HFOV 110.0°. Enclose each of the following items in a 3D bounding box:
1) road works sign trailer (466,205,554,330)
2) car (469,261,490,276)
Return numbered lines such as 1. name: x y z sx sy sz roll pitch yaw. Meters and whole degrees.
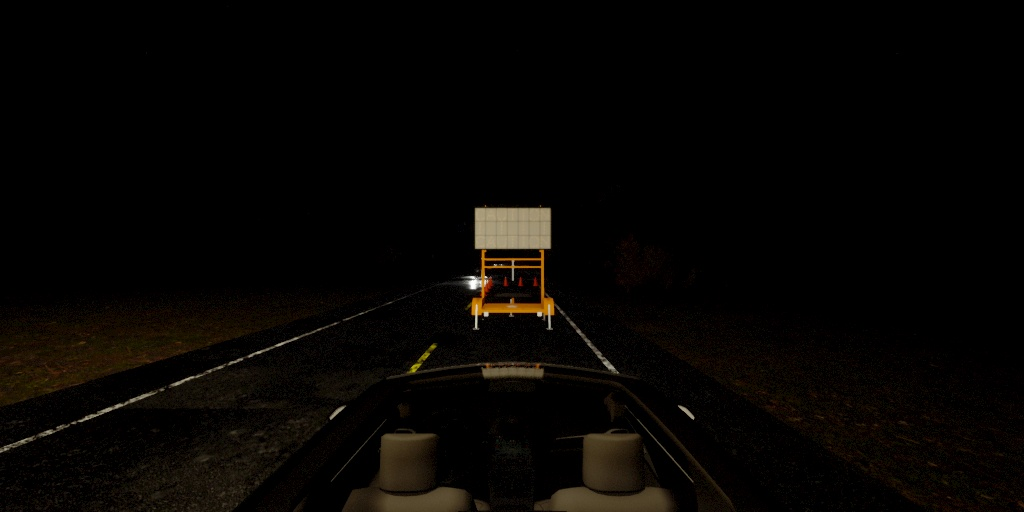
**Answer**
1. road works sign trailer: 0.028 0.215 11.140 2.380 3.560 2.880 0 0 0
2. car: -3.390 1.256 37.755 2.128 1.511 4.902 0 0 0
